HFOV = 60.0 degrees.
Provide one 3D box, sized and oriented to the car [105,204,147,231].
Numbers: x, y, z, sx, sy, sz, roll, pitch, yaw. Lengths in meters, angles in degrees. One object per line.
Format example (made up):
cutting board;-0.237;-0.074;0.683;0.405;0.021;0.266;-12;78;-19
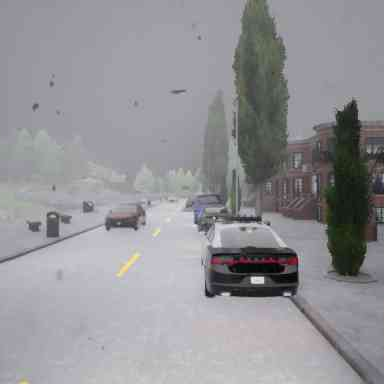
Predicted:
car;-4.056;1.477;20.964;1.882;1.535;5.008;0;0;0

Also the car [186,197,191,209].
car;0.115;1.601;46.190;1.895;1.301;4.718;0;0;1

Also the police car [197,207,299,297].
police car;1.218;1.425;8.729;1.930;1.638;5.238;0;0;0

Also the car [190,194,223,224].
car;1.191;1.174;24.649;2.150;2.045;5.566;-3;0;0

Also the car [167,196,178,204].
car;-3.861;1.477;66.122;1.882;1.535;5.008;0;0;0

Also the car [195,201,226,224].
car;1.238;1.505;18.618;1.837;1.490;4.892;0;0;0

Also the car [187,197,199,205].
car;0.125;1.564;58.925;1.994;1.385;4.181;0;0;0
